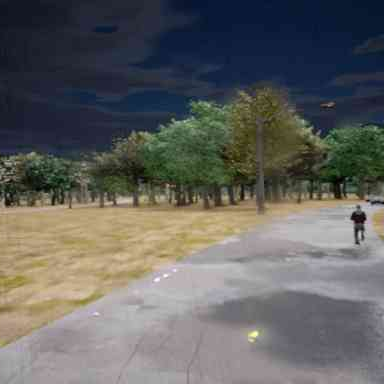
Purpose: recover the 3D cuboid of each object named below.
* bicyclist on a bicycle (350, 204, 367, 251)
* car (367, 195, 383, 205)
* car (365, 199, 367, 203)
[{"bbox_3d":[6.626,1.368,13.233,0.659,1.776,1.843,-1,0,23],"label":"bicyclist on a bicycle"},{"bbox_3d":[29.494,1.431,52.243,1.895,1.301,4.718,-1,0,39],"label":"car"},{"bbox_3d":[34.134,1.351,62.344,2.033,1.411,5.357,-1,0,42],"label":"car"}]
